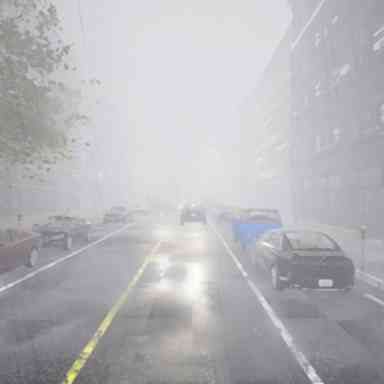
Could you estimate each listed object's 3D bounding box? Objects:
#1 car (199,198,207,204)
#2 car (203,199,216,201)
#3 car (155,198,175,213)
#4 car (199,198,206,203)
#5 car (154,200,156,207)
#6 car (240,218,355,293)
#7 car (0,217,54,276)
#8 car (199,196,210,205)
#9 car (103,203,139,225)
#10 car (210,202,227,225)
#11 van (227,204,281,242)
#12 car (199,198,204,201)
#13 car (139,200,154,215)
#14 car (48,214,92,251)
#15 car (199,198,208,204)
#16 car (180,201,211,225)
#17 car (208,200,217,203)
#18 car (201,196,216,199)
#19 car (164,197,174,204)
[{"bbox_3d":[2.664,2.181,82.434,1.802,1.307,4.206,1,0,0],"label":"car"},{"bbox_3d":[2.666,1.897,42.841,1.802,1.307,4.206,1,0,0],"label":"car"},{"bbox_3d":[-3.092,1.861,42.543,2.033,1.411,5.357,0,0,0],"label":"car"},{"bbox_3d":[2.834,2.221,88.090,1.802,1.307,4.206,1,0,0],"label":"car"},{"bbox_3d":[-5.681,1.948,54.190,2.008,1.369,4.403,1,0,0],"label":"car"},{"bbox_3d":[2.701,1.619,8.904,2.008,1.369,4.403,1,0,0],"label":"car"},{"bbox_3d":[-5.679,1.613,8.940,1.887,1.381,4.507,1,0,0],"label":"car"},{"bbox_3d":[2.668,1.833,71.123,2.192,1.841,5.009,1,0,0],"label":"car"},{"bbox_3d":[-5.680,1.745,25.909,2.008,1.369,4.403,1,0,0],"label":"car"},{"bbox_3d":[2.706,1.759,25.872,1.947,1.339,4.313,1,0,0],"label":"car"},{"bbox_3d":[2.704,1.451,14.562,1.690,1.788,3.998,1,0,0],"label":"van"},{"bbox_3d":[0.096,1.854,41.597,2.033,1.411,5.357,0,0,0],"label":"car"},{"bbox_3d":[-5.680,1.799,37.052,1.752,1.417,4.829,1,0,0],"label":"car"},{"bbox_3d":[-5.679,1.661,14.596,2.008,1.369,4.403,1,0,0],"label":"car"},{"bbox_3d":[2.665,2.125,76.778,1.947,1.339,4.313,1,0,0],"label":"car"},{"bbox_3d":[0.099,1.699,26.163,2.163,1.488,4.792,0,0,0],"label":"car"},{"bbox_3d":[2.711,1.761,31.698,1.752,1.417,4.829,1,0,0],"label":"car"},{"bbox_3d":[2.670,1.671,48.498,2.192,1.841,5.009,1,0,0],"label":"car"},{"bbox_3d":[-5.681,2.039,82.472,1.967,1.590,4.097,1,0,0],"label":"car"}]
